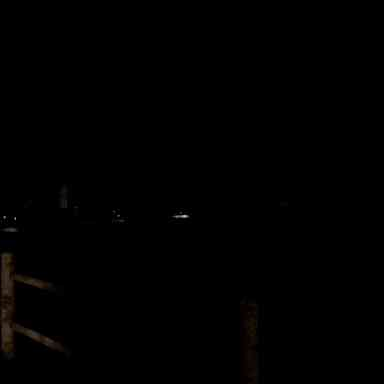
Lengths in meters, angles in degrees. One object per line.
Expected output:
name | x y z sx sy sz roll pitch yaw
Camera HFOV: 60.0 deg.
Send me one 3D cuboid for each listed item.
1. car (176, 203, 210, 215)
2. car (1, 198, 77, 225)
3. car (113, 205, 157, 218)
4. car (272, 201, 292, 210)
car | 0.232 2.164 42.553 2.033 1.411 5.357 -1 -1 37
car | -11.785 1.496 26.179 2.150 2.045 5.566 -1 -1 36
car | -5.856 2.044 34.268 1.895 1.301 4.718 -1 -1 36
car | 16.045 2.330 59.173 2.097 1.767 4.553 -1 -1 38
